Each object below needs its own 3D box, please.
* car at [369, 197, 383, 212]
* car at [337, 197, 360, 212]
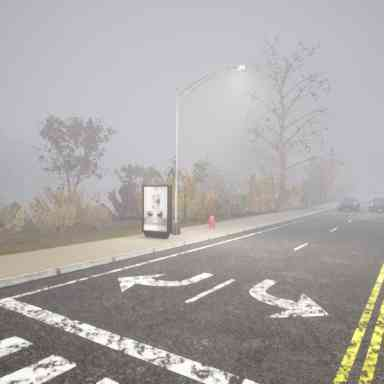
[{"bbox_3d":[21.536,1.392,38.056,2.097,1.767,4.553,0,0,31],"label":"car"},{"bbox_3d":[18.736,1.389,39.706,2.097,1.767,4.553,0,0,31],"label":"car"}]
